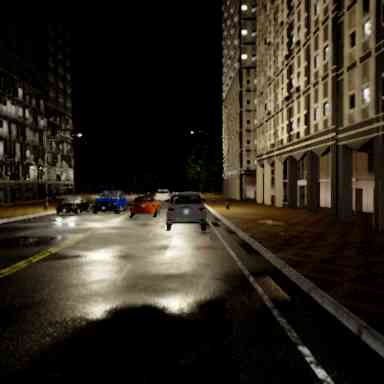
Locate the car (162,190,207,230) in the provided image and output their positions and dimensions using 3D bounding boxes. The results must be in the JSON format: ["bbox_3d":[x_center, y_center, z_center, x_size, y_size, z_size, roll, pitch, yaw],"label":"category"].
[{"bbox_3d":[-0.344,1.007,19.411,2.150,2.045,5.566,0,1,-1],"label":"car"}]

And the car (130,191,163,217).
[{"bbox_3d":[-3.786,1.066,27.593,2.097,1.767,4.553,0,1,-1],"label":"car"}]

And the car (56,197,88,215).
[{"bbox_3d":[-10.533,1.223,29.765,2.128,1.511,4.902,0,1,-1],"label":"car"}]

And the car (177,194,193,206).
[{"bbox_3d":[-0.954,1.052,45.225,1.994,1.385,4.181,0,1,-1],"label":"car"}]

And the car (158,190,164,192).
[{"bbox_3d":[-4.337,0.669,50.680,2.150,2.045,5.566,0,1,-1],"label":"car"}]

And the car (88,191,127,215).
[{"bbox_3d":[-7.289,0.932,29.933,2.150,2.045,5.566,0,0,-1],"label":"car"}]
